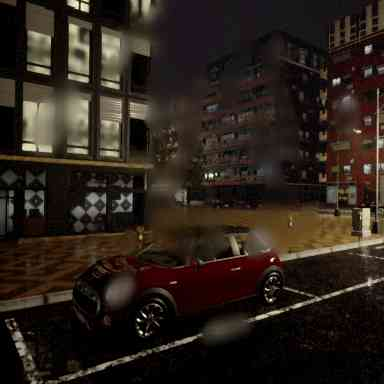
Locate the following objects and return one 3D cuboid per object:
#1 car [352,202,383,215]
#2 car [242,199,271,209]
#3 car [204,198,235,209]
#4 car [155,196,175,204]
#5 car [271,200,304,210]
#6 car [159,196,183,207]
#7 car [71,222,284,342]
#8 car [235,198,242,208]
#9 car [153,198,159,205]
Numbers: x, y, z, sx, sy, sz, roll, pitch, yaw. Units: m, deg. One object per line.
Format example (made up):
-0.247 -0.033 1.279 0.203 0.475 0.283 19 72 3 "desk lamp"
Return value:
20.007 1.730 36.755 1.947 1.339 4.313 1 -1 -35 "car"
10.209 1.799 50.662 1.887 1.381 4.507 1 -1 -35 "car"
3.355 1.677 45.839 2.008 1.369 4.403 1 -1 -35 "car"
-6.121 1.724 73.842 2.192 1.841 5.009 1 -1 -35 "car"
13.475 1.806 46.026 1.802 1.307 4.206 1 -1 -35 "car"
-3.177 1.732 55.110 1.887 1.381 4.507 1 -1 -35 "car"
-0.151 1.441 6.430 4.097 1.590 1.967 0 1 -35 "car"
6.943 1.725 55.298 1.967 1.590 4.097 1 -1 -35 "car"
-6.443 1.763 59.746 1.887 1.381 4.507 1 -1 -35 "car"
